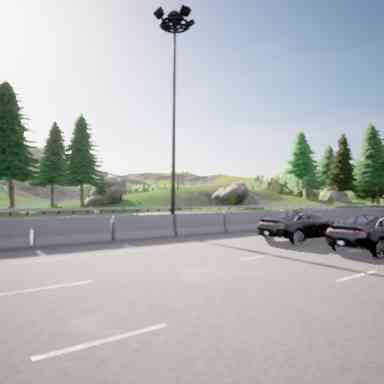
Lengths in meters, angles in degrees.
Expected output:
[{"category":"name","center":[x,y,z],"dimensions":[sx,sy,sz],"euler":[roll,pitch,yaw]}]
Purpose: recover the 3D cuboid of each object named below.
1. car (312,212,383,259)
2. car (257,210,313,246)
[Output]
[{"category":"car","center":[7.377,1.638,13.326],"dimensions":[4.902,1.511,2.128],"euler":[1,0,-34]},{"category":"car","center":[5.342,1.638,16.174],"dimensions":[4.902,1.511,2.128],"euler":[1,0,-34]}]
